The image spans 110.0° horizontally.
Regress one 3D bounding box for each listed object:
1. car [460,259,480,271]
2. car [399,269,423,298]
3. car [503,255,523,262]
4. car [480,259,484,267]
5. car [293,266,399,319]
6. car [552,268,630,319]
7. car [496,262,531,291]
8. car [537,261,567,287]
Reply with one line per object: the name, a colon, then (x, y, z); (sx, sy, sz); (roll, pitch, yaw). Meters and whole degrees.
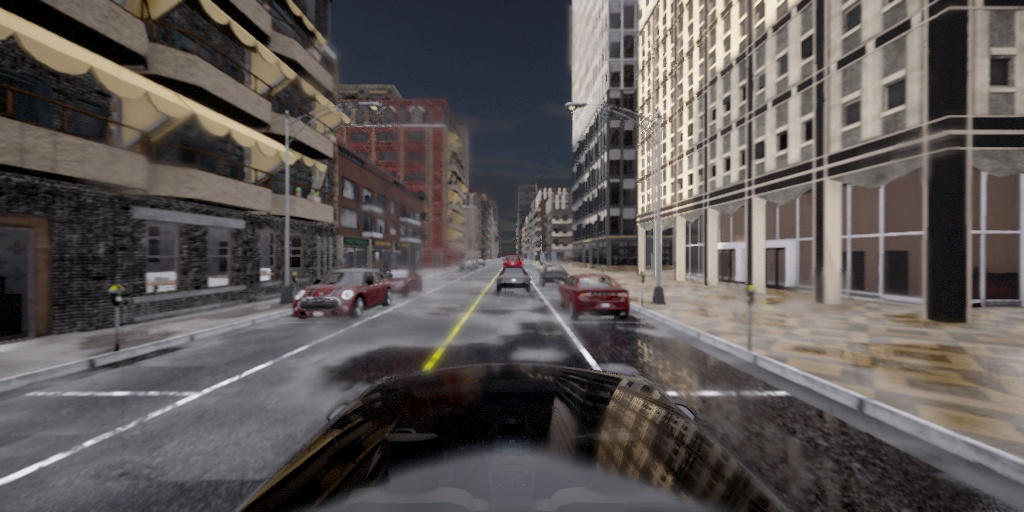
car: (-5.690, 1.229, 46.412); (2.007, 1.370, 4.403); (0, 0, 0)
car: (-5.691, 1.303, 18.170); (1.802, 1.307, 4.207); (0, 0, 0)
car: (0.112, 0.907, 40.987); (2.150, 2.045, 5.566); (0, 0, 0)
car: (-5.690, 1.222, 52.061); (2.007, 1.370, 4.403); (0, 0, 0)
car: (-5.691, 1.171, 12.521); (1.967, 1.591, 4.097); (0, 0, 0)
car: (2.690, 1.275, 12.521); (1.888, 1.381, 4.507); (0, 0, 0)
car: (0.100, 1.279, 21.505); (1.994, 1.385, 4.181); (0, 0, 0)
car: (2.690, 1.261, 23.818); (2.007, 1.370, 4.403); (0, 0, 0)
